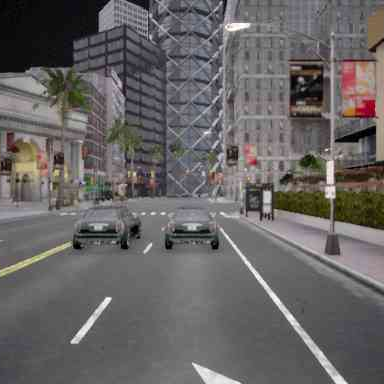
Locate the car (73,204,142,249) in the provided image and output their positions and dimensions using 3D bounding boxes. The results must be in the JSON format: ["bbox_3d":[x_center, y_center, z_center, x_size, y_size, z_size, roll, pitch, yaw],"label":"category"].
[{"bbox_3d":[-3.500,1.363,14.558,2.097,1.767,4.553,0,0,0],"label":"car"}]

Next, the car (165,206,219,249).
[{"bbox_3d":[0.000,1.363,14.558,2.097,1.767,4.553,0,0,0],"label":"car"}]
